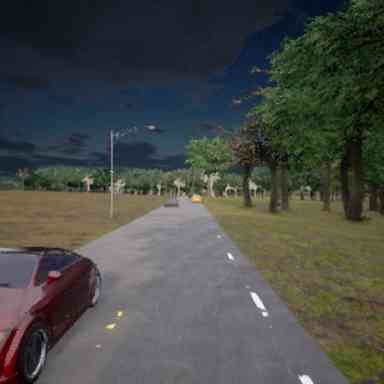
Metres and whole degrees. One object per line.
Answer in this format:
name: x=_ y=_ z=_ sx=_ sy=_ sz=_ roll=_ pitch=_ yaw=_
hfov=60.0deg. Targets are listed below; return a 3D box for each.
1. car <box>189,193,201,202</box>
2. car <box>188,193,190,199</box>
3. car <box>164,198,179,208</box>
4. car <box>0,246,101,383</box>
car: x=0.919 y=1.333 z=68.321 sx=1.882 sy=1.535 sz=5.008 roll=0 pitch=0 yaw=0
car: x=-0.054 y=1.029 z=86.856 sx=1.837 sy=1.490 sz=4.892 roll=0 pitch=0 yaw=0
car: x=-2.858 y=1.538 z=47.328 sx=1.994 sy=1.385 sz=4.181 roll=0 pitch=0 yaw=0
car: x=-2.854 y=1.592 z=5.224 sx=1.994 sy=1.385 sz=4.181 roll=0 pitch=0 yaw=0
